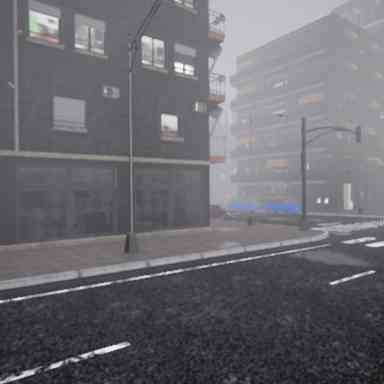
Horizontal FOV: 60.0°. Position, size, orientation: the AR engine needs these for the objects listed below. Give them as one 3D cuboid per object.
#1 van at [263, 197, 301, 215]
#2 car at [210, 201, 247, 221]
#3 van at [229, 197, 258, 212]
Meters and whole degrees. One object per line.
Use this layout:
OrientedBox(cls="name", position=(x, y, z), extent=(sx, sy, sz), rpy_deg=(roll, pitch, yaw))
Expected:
OrientedBox(cls="van", position=(9.116, 1.400, 34.053), extent=(1.690, 1.788, 3.998), rpy_deg=(-2, 0, -36))
OrientedBox(cls="car", position=(2.388, 1.734, 29.125), extent=(1.802, 1.307, 4.206), rpy_deg=(-2, 0, -36))
OrientedBox(cls="van", position=(5.793, 1.474, 38.563), extent=(1.690, 1.788, 3.998), rpy_deg=(-2, 0, -36))
